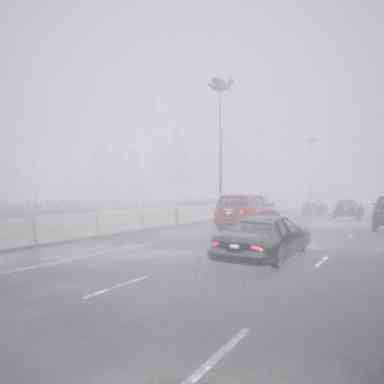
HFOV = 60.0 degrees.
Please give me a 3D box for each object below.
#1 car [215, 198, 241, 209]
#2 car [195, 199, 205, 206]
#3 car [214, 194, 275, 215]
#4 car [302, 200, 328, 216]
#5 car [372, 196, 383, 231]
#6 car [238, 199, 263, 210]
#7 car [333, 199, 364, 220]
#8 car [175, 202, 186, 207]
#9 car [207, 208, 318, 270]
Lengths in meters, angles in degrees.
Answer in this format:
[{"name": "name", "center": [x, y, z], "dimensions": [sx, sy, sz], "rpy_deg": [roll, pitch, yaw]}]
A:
[{"name": "car", "center": [5.306, 1.660, 48.967], "dimensions": [1.837, 1.490, 4.892], "rpy_deg": [0, -1, 32]}, {"name": "car", "center": [2.206, 1.641, 50.613], "dimensions": [1.837, 1.490, 4.892], "rpy_deg": [0, -1, 32]}, {"name": "car", "center": [3.221, 1.172, 18.876], "dimensions": [2.150, 2.045, 5.566], "rpy_deg": [0, -1, 32]}, {"name": "car", "center": [12.523, 1.587, 33.858], "dimensions": [2.128, 1.511, 4.902], "rpy_deg": [0, 0, 32]}, {"name": "car", "center": [12.087, 1.231, 19.885], "dimensions": [2.150, 2.045, 5.566], "rpy_deg": [0, 0, 32]}, {"name": "car", "center": [8.334, 1.683, 47.207], "dimensions": [1.812, 1.442, 4.674], "rpy_deg": [0, -1, 32]}, {"name": "car", "center": [13.863, 1.428, 29.379], "dimensions": [2.097, 1.767, 4.553], "rpy_deg": [0, 0, 32]}, {"name": "car", "center": [-0.865, 1.643, 52.305], "dimensions": [1.812, 1.442, 4.674], "rpy_deg": [0, -1, 32]}, {"name": "car", "center": [2.454, 1.499, 11.010], "dimensions": [2.033, 1.411, 5.357], "rpy_deg": [0, 0, 32]}]
